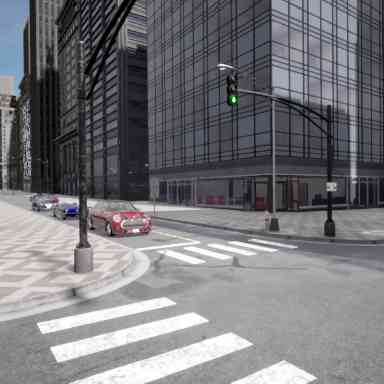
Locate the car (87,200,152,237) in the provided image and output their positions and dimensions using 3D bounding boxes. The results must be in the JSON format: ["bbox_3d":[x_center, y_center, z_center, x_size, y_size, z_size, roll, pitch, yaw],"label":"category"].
[{"bbox_3d":[-3.927,1.234,17.701,2.097,1.767,4.553,-1,1,-34],"label":"car"}]

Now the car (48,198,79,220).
[{"bbox_3d":[-9.605,1.390,26.081,1.895,1.301,4.718,-1,1,-34],"label":"car"}]

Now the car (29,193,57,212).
[{"bbox_3d":[-15.427,1.179,34.672,2.128,1.511,4.902,-1,1,-34],"label":"car"}]

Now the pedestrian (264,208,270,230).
[{"bbox_3d":[3.897,1.374,17.288,0.500,1.100,0.500,0,0,-34],"label":"pedestrian"}]

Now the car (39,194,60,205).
[{"bbox_3d":[-20.554,1.063,47.894,1.994,1.385,4.181,-1,1,-34],"label":"car"}]

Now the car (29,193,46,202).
[{"bbox_3d":[-26.107,0.883,56.059,1.837,1.490,4.892,-1,1,-34],"label":"car"}]
